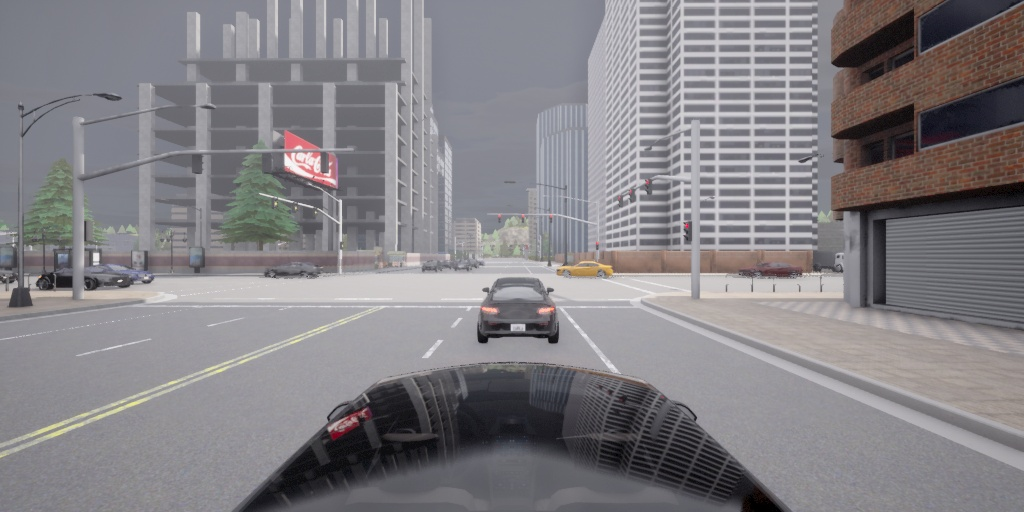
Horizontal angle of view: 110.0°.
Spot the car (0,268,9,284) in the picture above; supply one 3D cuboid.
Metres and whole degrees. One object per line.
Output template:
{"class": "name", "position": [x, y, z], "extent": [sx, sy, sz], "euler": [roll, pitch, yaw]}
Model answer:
{"class": "car", "position": [-34.199, 1.102, 21.581], "extent": [4.553, 1.767, 2.097], "euler": [0, 0, 0]}

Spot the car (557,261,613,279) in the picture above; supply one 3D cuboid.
{"class": "car", "position": [6.616, 1.227, 32.594], "extent": [5.008, 1.535, 1.882], "euler": [0, 0, 10]}

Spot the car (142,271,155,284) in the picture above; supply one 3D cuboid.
{"class": "car", "position": [-27.853, 1.276, 25.035], "extent": [4.674, 1.442, 1.812], "euler": [0, 0, 0]}

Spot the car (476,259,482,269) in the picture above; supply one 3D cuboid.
{"class": "car", "position": [-6.409, 1.255, 57.930], "extent": [1.837, 1.490, 4.892], "euler": [0, 0, 1]}

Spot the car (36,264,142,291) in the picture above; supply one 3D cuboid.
{"class": "car", "position": [-25.501, 1.314, 21.518], "extent": [4.181, 1.385, 1.994], "euler": [0, 0, 0]}

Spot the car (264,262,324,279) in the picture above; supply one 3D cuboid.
{"class": "car", "position": [-19.523, 1.241, 32.178], "extent": [4.902, 1.511, 2.128], "euler": [0, 0, 0]}

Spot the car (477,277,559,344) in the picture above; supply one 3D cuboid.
{"class": "car", "position": [0.161, 1.276, 9.513], "extent": [1.812, 1.442, 4.674], "euler": [0, 0, 1]}

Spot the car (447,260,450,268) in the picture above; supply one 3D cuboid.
{"class": "car", "position": [-9.950, 1.297, 55.389], "extent": [2.033, 1.411, 5.357], "euler": [0, 0, 1]}

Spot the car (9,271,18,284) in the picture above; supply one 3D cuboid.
{"class": "car", "position": [-37.843, 1.255, 25.108], "extent": [4.892, 1.490, 1.837], "euler": [0, 0, 0]}

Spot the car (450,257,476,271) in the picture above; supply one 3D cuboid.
{"class": "car", "position": [-6.533, 1.241, 48.558], "extent": [2.128, 1.511, 4.902], "euler": [0, 0, 1]}

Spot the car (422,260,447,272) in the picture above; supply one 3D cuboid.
{"class": "car", "position": [-10.073, 1.255, 45.653], "extent": [1.837, 1.490, 4.892], "euler": [0, 0, 1]}

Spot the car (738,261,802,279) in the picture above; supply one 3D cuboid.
{"class": "car", "position": [22.876, 1.227, 31.878], "extent": [5.008, 1.535, 1.882], "euler": [0, 0, 0]}
